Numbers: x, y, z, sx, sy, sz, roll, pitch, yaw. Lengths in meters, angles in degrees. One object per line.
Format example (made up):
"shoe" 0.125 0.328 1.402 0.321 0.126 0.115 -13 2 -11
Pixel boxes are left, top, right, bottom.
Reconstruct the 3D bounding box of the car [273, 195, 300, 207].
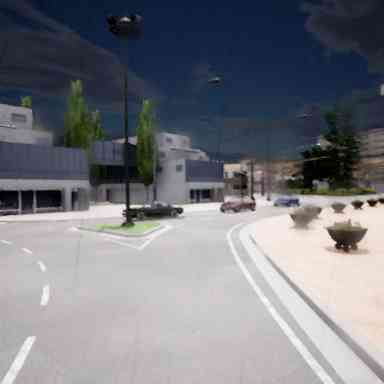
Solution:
"car" 11.761 1.082 41.002 1.812 1.442 4.674 0 1 41

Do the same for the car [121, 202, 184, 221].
"car" -2.986 1.429 25.337 4.718 1.301 1.895 -1 1 -39

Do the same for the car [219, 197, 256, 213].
"car" 4.606 1.220 32.665 1.812 1.442 4.674 0 1 41
